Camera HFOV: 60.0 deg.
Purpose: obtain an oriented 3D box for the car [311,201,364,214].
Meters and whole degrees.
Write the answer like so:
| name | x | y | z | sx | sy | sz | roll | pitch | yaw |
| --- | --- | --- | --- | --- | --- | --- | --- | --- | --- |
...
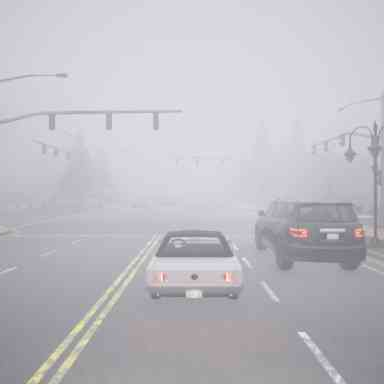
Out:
| name | x | y | z | sx | sy | sz | roll | pitch | yaw |
| --- | --- | --- | --- | --- | --- | --- | --- | --- | --- |
| car | 14.939 | 1.601 | 34.318 | 4.718 | 1.301 | 1.895 | 0 | 0 | 0 |

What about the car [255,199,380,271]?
| name | x | y | z | sx | sy | sz | roll | pitch | yaw |
| --- | --- | --- | --- | --- | --- | --- | --- | --- | --- |
| car | 3.581 | 1.221 | 11.103 | 2.150 | 2.045 | 5.566 | 0 | 0 | 0 |

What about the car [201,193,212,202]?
| name | x | y | z | sx | sy | sz | roll | pitch | yaw |
| --- | --- | --- | --- | --- | --- | --- | --- | --- | --- |
| car | 3.514 | 1.215 | 79.199 | 2.150 | 2.045 | 5.566 | 0 | 0 | 0 |

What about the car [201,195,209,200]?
| name | x | y | z | sx | sy | sz | roll | pitch | yaw |
| --- | --- | --- | --- | --- | --- | --- | --- | --- | --- |
| car | 3.516 | 1.407 | 89.851 | 1.994 | 1.385 | 4.181 | 0 | 0 | 0 |

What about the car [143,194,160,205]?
| name | x | y | z | sx | sy | sz | roll | pitch | yaw |
| --- | --- | --- | --- | --- | --- | --- | --- | --- | --- |
| car | -7.073 | 1.547 | 57.247 | 2.033 | 1.411 | 5.357 | 0 | 0 | 0 |

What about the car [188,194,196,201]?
| name | x | y | z | sx | sy | sz | roll | pitch | yaw |
| --- | --- | --- | --- | --- | --- | --- | --- | --- | --- |
| car | 0.014 | 1.514 | 79.543 | 1.812 | 1.442 | 4.674 | 0 | 0 | 0 |

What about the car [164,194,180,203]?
| name | x | y | z | sx | sy | sz | roll | pitch | yaw |
| --- | --- | --- | --- | --- | --- | --- | --- | --- | --- |
| car | -3.570 | 1.505 | 60.576 | 1.837 | 1.490 | 4.892 | 0 | 0 | -1 |

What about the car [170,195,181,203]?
| name | x | y | z | sx | sy | sz | roll | pitch | yaw |
| --- | --- | --- | --- | --- | --- | --- | --- | --- | --- |
| car | -3.487 | 1.525 | 70.774 | 2.128 | 1.511 | 4.902 | 0 | 0 | 0 |

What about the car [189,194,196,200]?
| name | x | y | z | sx | sy | sz | roll | pitch | yaw |
| --- | --- | --- | --- | --- | --- | --- | --- | --- | --- |
| car | 0.016 | 1.379 | 89.851 | 1.812 | 1.442 | 4.674 | 0 | 0 | 0 |

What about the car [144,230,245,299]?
| name | x | y | z | sx | sy | sz | roll | pitch | yaw |
| --- | --- | --- | --- | --- | --- | --- | --- | --- | --- |
| car | 0.064 | 1.601 | 8.379 | 1.895 | 1.301 | 4.718 | 0 | 0 | 0 |

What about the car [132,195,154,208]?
| name | x | y | z | sx | sy | sz | roll | pitch | yaw |
| --- | --- | --- | --- | --- | --- | --- | --- | --- | --- |
| car | -7.130 | 1.547 | 47.176 | 2.033 | 1.411 | 5.357 | 0 | 0 | 2 |

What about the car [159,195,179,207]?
| name | x | y | z | sx | sy | sz | roll | pitch | yaw |
| --- | --- | --- | --- | --- | --- | --- | --- | --- | --- |
| car | -3.577 | 1.564 | 51.859 | 1.994 | 1.385 | 4.181 | 0 | 0 | 0 |
